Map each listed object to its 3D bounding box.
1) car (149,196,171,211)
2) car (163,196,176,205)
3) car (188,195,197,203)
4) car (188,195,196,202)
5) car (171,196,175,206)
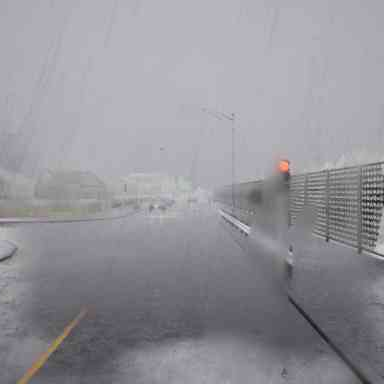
[{"bbox_3d":[-4.113,1.491,40.632,2.128,1.511,4.902,0,0,0],"label":"car"},{"bbox_3d":[-4.090,1.478,61.023,1.882,1.535,5.008,0,0,0],"label":"car"},{"bbox_3d":[0.075,1.491,67.472,2.128,1.511,4.902,0,0,0],"label":"car"},{"bbox_3d":[-0.031,1.478,77.771,1.882,1.535,5.008,0,0,0],"label":"car"},{"bbox_3d":[-4.113,1.564,50.570,1.994,1.385,4.181,0,0,0],"label":"car"}]
